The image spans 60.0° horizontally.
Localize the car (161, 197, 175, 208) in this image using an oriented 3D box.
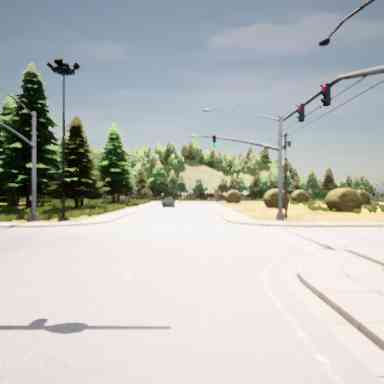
[{"bbox_3d":[-3.588,1.619,50.937,1.837,1.490,4.892,0,0,0],"label":"car"}]
